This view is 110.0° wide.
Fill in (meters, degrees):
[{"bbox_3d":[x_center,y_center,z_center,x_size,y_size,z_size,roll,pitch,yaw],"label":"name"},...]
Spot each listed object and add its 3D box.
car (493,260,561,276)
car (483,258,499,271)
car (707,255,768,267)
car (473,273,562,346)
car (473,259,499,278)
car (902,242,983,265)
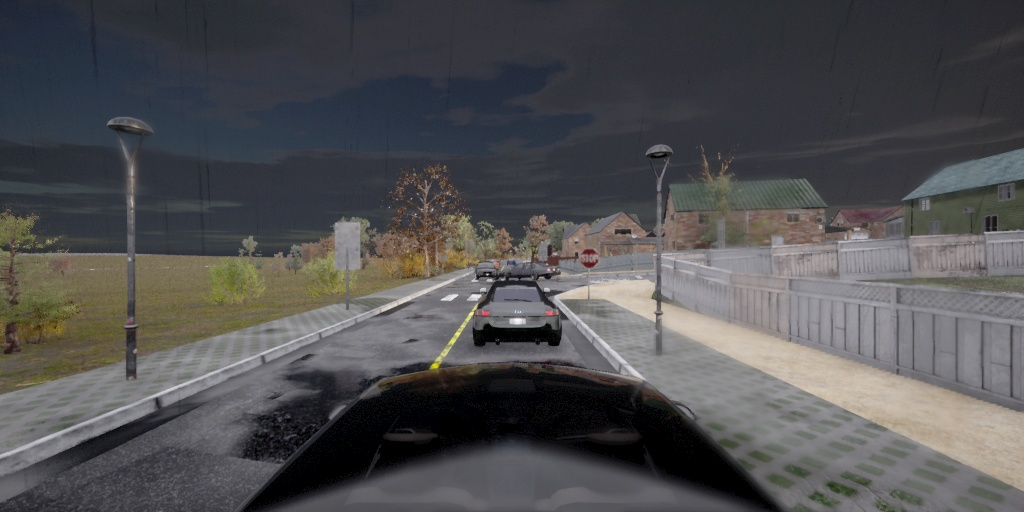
[{"bbox_3d":[1.282,1.198,28.398,5.357,1.411,2.033,-4,-3,43],"label":"car"},{"bbox_3d":[-2.949,1.121,51.119,2.097,1.767,4.553,0,0,1],"label":"car"},{"bbox_3d":[14.344,0.413,22.801,4.181,1.385,1.994,-3,0,16],"label":"car"},{"bbox_3d":[0.086,1.313,9.381,1.994,1.385,4.181,0,0,-1],"label":"car"},{"bbox_3d":[-2.312,1.258,31.302,1.837,1.490,4.892,0,0,-8],"label":"car"},{"bbox_3d":[23.850,-0.208,20.399,4.902,1.511,2.128,-3,0,14],"label":"car"}]
